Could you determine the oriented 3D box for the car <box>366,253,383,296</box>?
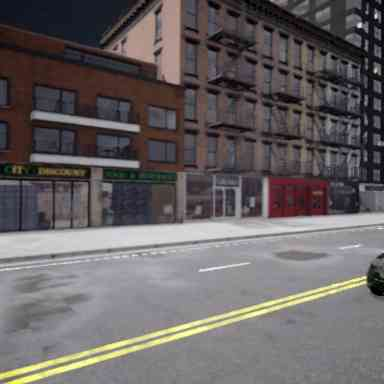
[{"bbox_3d":[5.878,1.659,7.649,4.181,1.385,1.994,1,0,-35],"label":"car"}]
